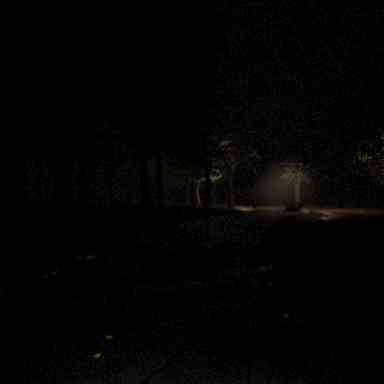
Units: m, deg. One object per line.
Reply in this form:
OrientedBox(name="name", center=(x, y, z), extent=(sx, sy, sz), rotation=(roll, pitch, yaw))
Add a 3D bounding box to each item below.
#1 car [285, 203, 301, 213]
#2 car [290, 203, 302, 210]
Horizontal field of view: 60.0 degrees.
OrientedBox(name="car", center=(16.059, 2.526, 52.730), extent=(1.994, 1.385, 4.181), rotation=(1, -1, 24))
OrientedBox(name="car", center=(21.609, 3.005, 69.336), extent=(1.837, 1.490, 4.892), rotation=(0, -2, 11))
